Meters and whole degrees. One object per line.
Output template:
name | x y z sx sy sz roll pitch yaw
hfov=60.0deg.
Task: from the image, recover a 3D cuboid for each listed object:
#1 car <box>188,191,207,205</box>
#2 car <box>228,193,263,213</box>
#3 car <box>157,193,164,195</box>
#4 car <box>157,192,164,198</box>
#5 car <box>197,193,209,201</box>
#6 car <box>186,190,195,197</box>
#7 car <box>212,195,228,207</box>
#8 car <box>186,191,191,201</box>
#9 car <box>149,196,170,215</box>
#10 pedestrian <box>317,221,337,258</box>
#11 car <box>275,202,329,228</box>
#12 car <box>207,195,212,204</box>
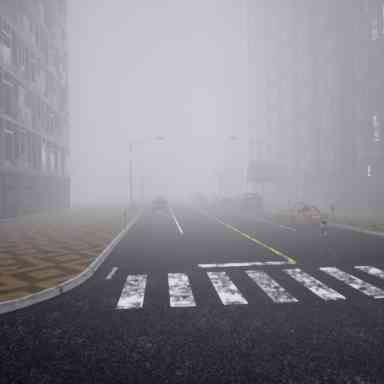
car | 1.102 1.044 49.179 2.128 1.511 4.902 -1 1 -5
car | 5.328 0.974 31.941 2.192 1.841 5.009 0 1 -5
car | -4.591 1.237 47.972 1.802 1.307 4.206 0 1 -5
car | -8.285 0.746 87.297 1.967 1.590 4.097 0 1 -5
car | 2.165 0.909 65.642 1.887 1.381 4.507 0 1 -5
car | -0.474 0.428 93.722 2.192 1.841 5.009 0 1 -5
car | 4.275 1.107 43.176 1.887 1.381 4.507 0 1 -5
car | 0.101 0.984 59.808 1.812 1.442 4.674 -1 1 -5
car | -3.008 1.366 31.119 1.947 1.339 4.313 0 1 -5
pedestrian | 4.332 1.459 10.735 0.375 1.300 0.375 0 0 -5
car | 6.409 1.285 20.043 1.752 1.417 4.829 0 1 -5
car | 3.748 1.095 48.792 1.802 1.307 4.206 0 1 -5
